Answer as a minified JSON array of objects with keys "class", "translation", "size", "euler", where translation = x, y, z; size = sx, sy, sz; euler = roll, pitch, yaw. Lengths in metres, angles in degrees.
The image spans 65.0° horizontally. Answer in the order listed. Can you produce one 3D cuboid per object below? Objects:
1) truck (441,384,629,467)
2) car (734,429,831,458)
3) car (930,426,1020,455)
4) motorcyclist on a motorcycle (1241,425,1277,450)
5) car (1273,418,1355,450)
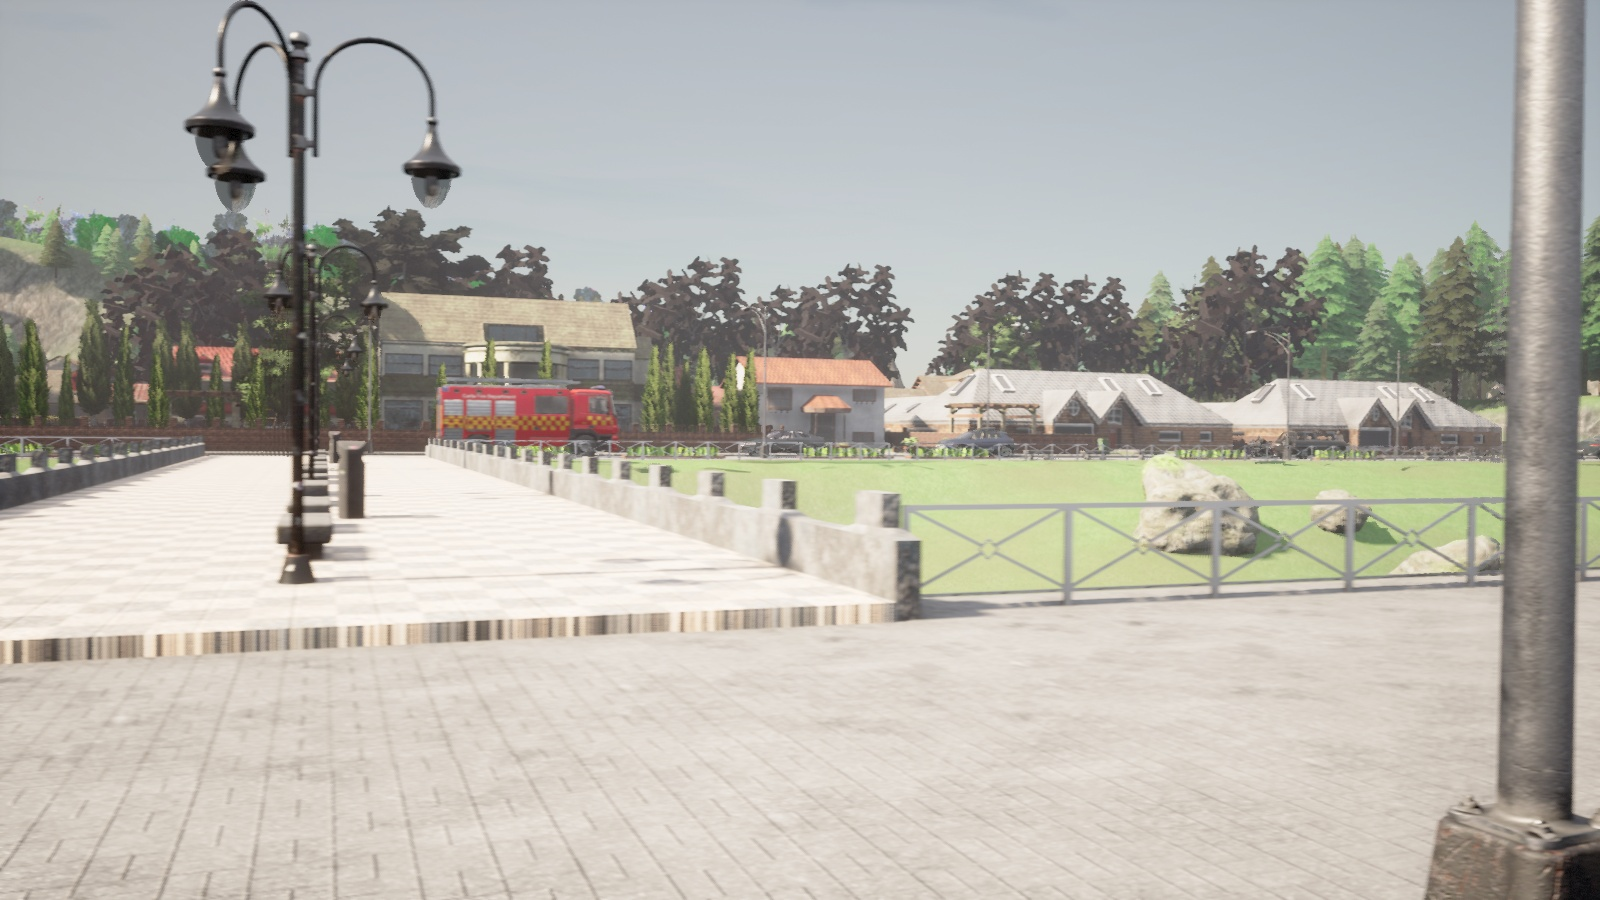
[{"class":"truck","translation":[-12.772,-1.215,60.603],"size":[8.468,3.827,2.891],"euler":[-1,1,-21]},{"class":"car","translation":[-0.971,-0.364,69.372],"size":[4.902,1.511,2.128],"euler":[-1,1,-21]},{"class":"car","translation":[10.262,-0.581,73.633],"size":[4.856,1.649,2.033],"euler":[-1,1,-21]},{"class":"motorcyclist on a motorcycle","translation":[29.597,-0.805,80.971],"size":[2.191,1.530,0.866],"euler":[-1,1,-21]},{"class":"car","translation":[31.699,-0.989,77.487],"size":[4.605,1.855,1.932],"euler":[-1,1,-21]}]
